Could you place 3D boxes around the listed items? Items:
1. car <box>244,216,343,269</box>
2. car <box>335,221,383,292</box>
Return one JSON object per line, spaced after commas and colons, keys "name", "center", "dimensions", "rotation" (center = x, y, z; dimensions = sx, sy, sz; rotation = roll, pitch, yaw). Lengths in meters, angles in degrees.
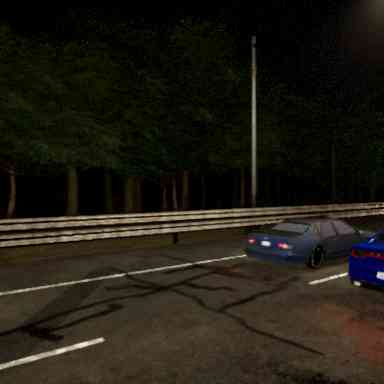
{"name": "car", "center": [4.169, 1.527, 11.047], "dimensions": [5.357, 1.411, 2.033], "rotation": [0, 0, -36]}
{"name": "car", "center": [5.702, 1.459, 7.841], "dimensions": [5.008, 1.535, 1.882], "rotation": [0, 0, -36]}
